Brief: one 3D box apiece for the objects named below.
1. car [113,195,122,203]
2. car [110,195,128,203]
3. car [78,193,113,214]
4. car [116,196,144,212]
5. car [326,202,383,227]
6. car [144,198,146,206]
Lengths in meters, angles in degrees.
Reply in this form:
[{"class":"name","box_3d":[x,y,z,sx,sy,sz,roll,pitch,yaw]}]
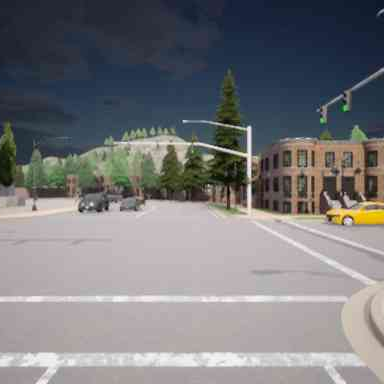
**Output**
[{"class":"car","box_3d":[-14.619,1.423,60.059,2.033,1.411,5.357,0,0,-26]},{"class":"car","box_3d":[-14.954,1.356,67.547,1.837,1.490,4.892,0,0,-35]},{"class":"car","box_3d":[-10.319,1.147,35.313,2.150,2.045,5.566,0,0,-1]},{"class":"car","box_3d":[-6.871,1.427,37.256,1.837,1.490,4.892,0,0,-2]},{"class":"car","box_3d":[11.429,1.432,21.844,5.008,1.535,1.882,-1,0,0]},{"class":"car","box_3d":[-8.502,1.367,53.155,1.882,1.535,5.008,0,0,-16]}]
